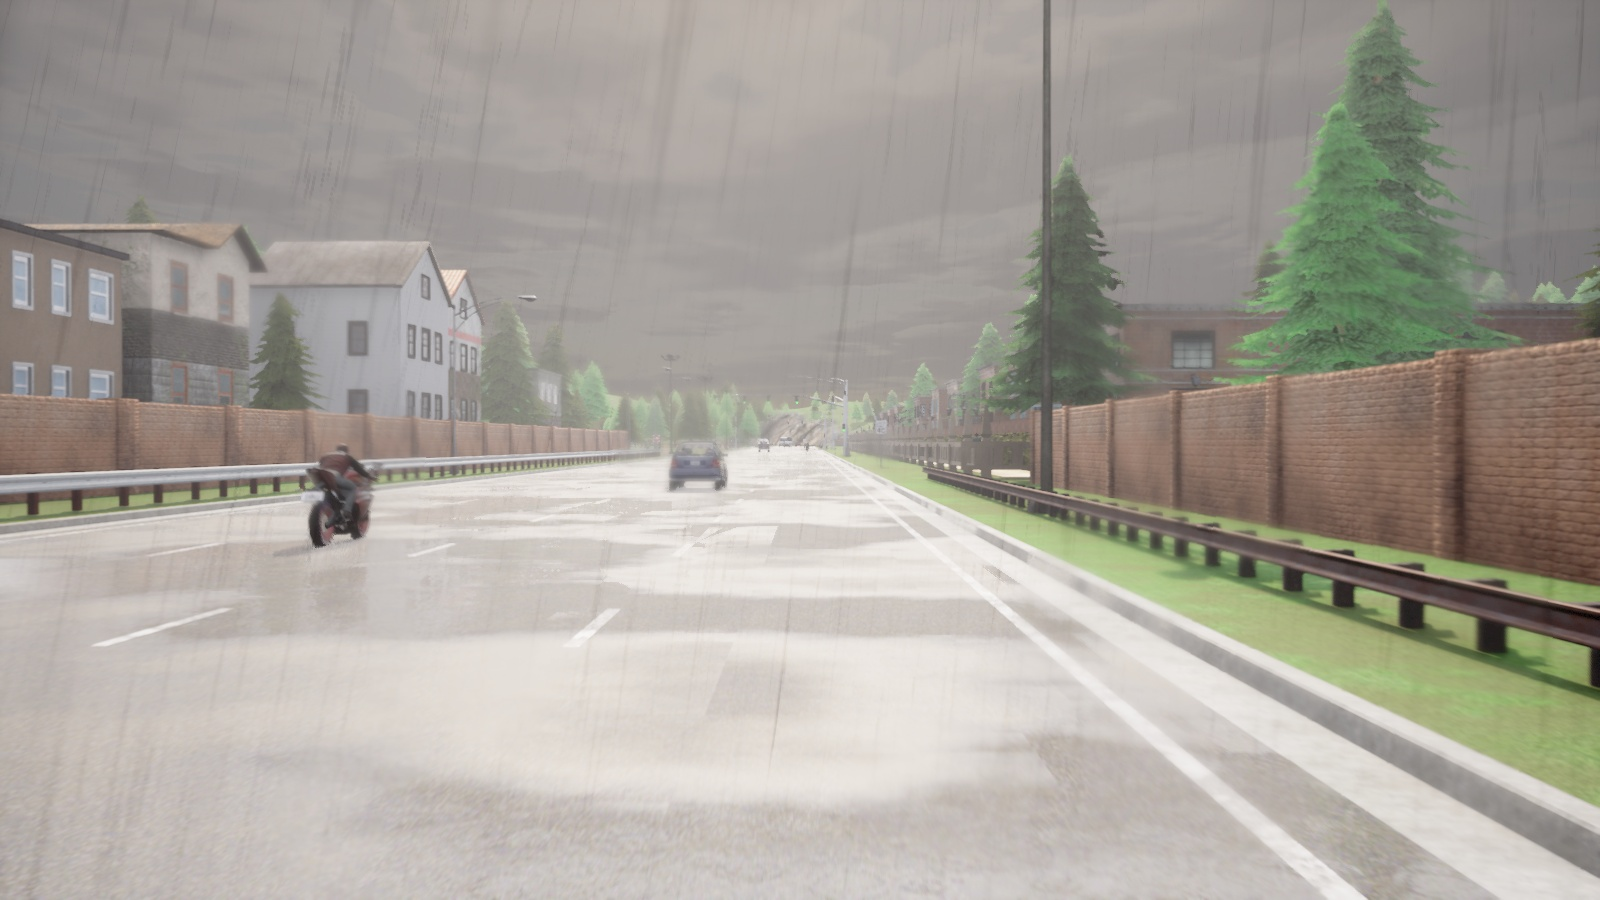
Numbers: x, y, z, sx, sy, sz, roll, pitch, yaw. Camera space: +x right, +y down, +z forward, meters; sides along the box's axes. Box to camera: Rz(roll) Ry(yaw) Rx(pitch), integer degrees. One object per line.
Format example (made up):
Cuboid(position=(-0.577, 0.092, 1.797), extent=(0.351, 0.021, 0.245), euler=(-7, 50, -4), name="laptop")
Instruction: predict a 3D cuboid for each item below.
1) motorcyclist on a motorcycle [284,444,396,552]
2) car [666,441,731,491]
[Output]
Cuboid(position=(-6.877, 0.669, 18.914), extent=(0.866, 1.530, 2.191), euler=(0, 0, 0), name="motorcyclist on a motorcycle")
Cuboid(position=(-3.253, 0.492, 40.824), extent=(1.789, 1.549, 3.705), euler=(0, 0, 0), name="car")
